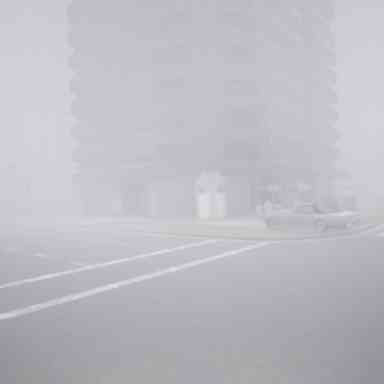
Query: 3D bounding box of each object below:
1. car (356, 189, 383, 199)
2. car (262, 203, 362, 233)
[{"bbox_3d":[29.903,0.275,55.659,2.097,1.767,4.553,-2,0,-23],"label":"car"},{"bbox_3d":[5.829,1.244,16.862,1.895,1.301,4.718,-3,1,-35],"label":"car"}]
